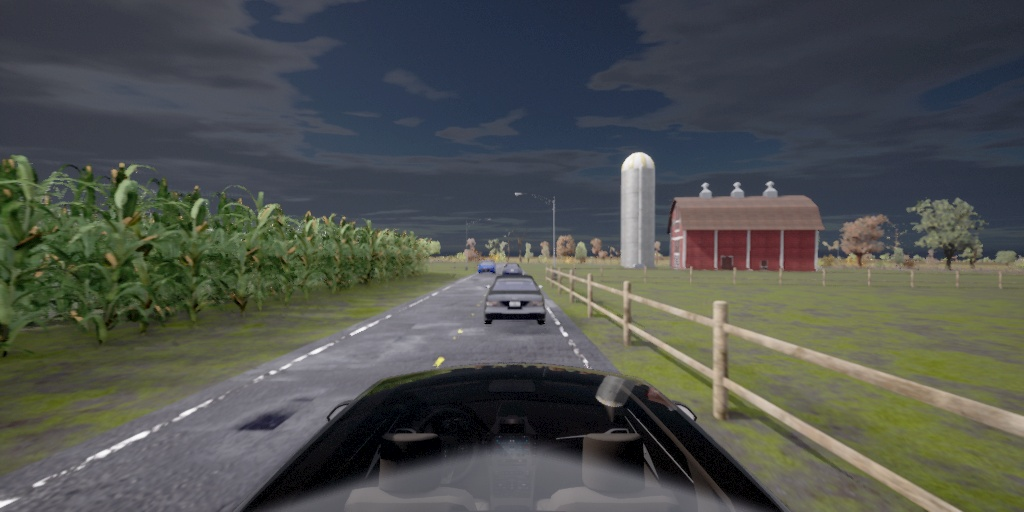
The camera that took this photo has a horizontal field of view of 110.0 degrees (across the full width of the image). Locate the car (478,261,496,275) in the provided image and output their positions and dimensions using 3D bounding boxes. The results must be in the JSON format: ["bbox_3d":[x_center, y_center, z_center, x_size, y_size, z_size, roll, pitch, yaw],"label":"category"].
[{"bbox_3d":[-2.878,1.356,42.066,1.882,1.535,5.008,0,0,0],"label":"car"}]

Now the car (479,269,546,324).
[{"bbox_3d":[0.081,1.327,12.039,2.033,1.411,5.357,0,0,0],"label":"car"}]

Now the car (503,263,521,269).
[{"bbox_3d":[0.027,1.426,37.616,1.994,1.385,4.181,0,0,0],"label":"car"}]
